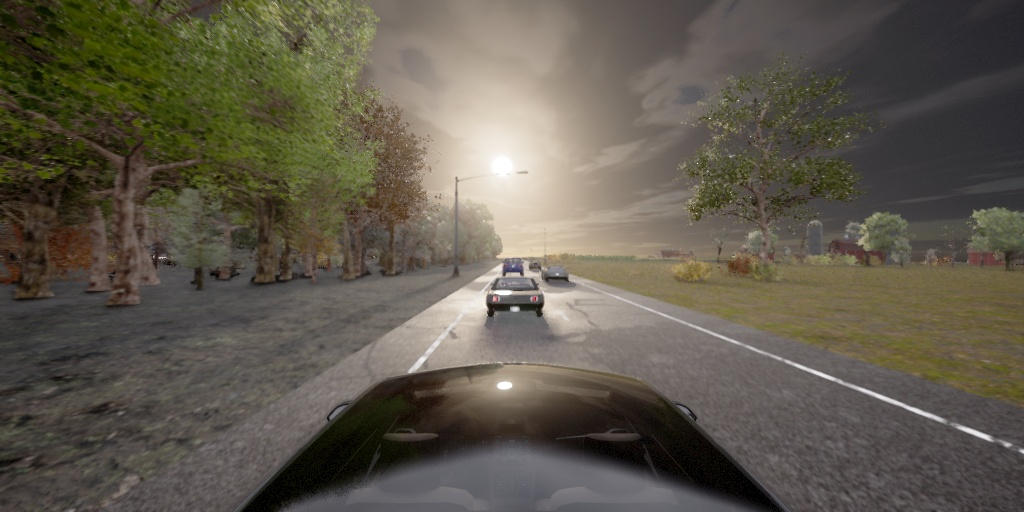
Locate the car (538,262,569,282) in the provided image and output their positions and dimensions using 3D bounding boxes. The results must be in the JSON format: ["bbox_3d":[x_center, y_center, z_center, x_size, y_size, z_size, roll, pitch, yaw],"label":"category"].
[{"bbox_3d":[3.608,1.434,30.617,1.994,1.385,4.181,0,0,0],"label":"car"}]

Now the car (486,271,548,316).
[{"bbox_3d":[0.103,1.402,13.598,1.895,1.301,4.718,0,0,0],"label":"car"}]

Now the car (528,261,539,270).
[{"bbox_3d":[3.616,1.468,57.045,1.837,1.490,4.892,0,0,0],"label":"car"}]

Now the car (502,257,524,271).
[{"bbox_3d":[0.110,1.121,38.487,2.150,2.045,5.566,0,0,0],"label":"car"}]
